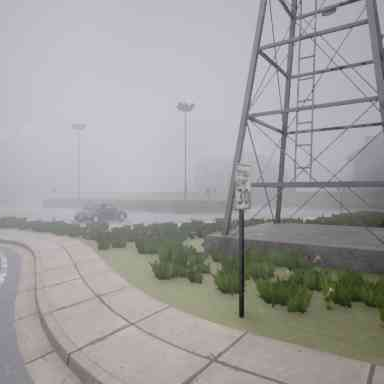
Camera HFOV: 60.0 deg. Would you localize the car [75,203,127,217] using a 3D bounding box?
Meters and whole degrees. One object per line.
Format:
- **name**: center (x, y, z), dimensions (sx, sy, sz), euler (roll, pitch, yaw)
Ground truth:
- **car**: center (-6.759, 1.521, 25.007), dimensions (1.784, 1.438, 3.905), euler (0, 0, 34)
